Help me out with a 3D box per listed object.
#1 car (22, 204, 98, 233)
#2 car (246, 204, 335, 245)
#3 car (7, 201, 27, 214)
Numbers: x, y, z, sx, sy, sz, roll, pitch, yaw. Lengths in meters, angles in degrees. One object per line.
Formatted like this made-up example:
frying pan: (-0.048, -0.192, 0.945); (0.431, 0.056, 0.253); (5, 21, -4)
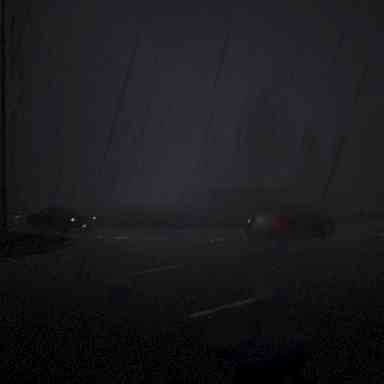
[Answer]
car: (-7.842, 1.597, 19.956); (4.718, 1.301, 1.895); (0, 0, 35)
car: (4.753, 1.341, 15.737); (4.553, 1.767, 2.097); (0, 0, -35)
car: (-17.163, 1.560, 32.584); (1.994, 1.385, 4.181); (0, 0, -15)
